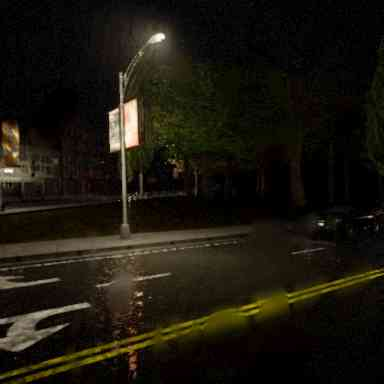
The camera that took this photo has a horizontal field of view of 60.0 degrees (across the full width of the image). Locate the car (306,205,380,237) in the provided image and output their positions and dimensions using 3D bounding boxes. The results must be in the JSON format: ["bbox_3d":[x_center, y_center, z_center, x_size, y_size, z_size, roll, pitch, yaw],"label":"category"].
[{"bbox_3d":[7.812,1.376,17.115,4.181,1.385,1.994,0,0,-35],"label":"car"}]
